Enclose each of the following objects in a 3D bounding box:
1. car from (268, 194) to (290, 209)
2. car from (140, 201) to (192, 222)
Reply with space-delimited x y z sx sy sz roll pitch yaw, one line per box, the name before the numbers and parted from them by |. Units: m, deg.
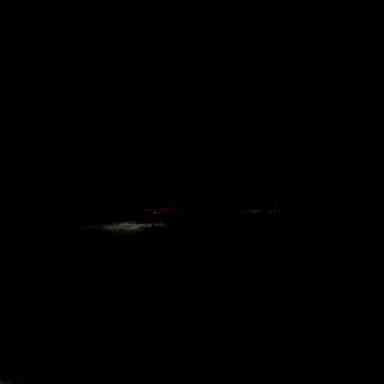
car | 11.422 1.298 45.120 2.150 2.045 5.566 0 0 36
car | -1.960 1.489 26.476 1.882 1.535 5.008 0 0 36
